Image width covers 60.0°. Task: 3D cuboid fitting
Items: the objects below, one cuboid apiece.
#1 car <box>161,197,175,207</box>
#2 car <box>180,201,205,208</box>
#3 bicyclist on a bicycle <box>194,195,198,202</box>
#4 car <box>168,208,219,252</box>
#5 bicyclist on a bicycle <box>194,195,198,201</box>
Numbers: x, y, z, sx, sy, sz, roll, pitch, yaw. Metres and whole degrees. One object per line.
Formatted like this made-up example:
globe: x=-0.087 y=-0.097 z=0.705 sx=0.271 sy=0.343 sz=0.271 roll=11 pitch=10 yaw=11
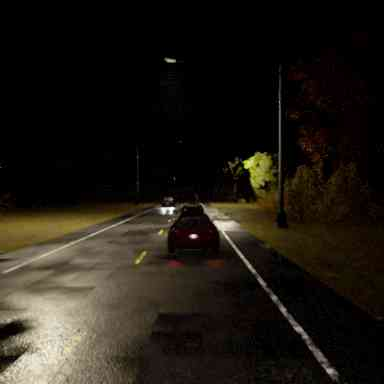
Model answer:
car: x=-3.590 y=1.508 z=50.809 sx=2.128 sy=1.511 sz=4.902 roll=0 pitch=0 yaw=0
car: x=0.065 y=1.522 z=29.119 sx=1.837 sy=1.490 sz=4.892 roll=0 pitch=0 yaw=0
bicyclist on a bicycle: x=0.947 y=1.451 z=75.105 sx=0.866 sy=1.612 sz=1.509 roll=0 pitch=0 yaw=0
car: x=0.067 y=1.572 z=14.015 sx=1.994 sy=1.385 sz=4.181 roll=0 pitch=0 yaw=0
bicyclist on a bicycle: x=0.951 y=1.383 z=66.103 sx=0.659 sy=1.776 sz=1.843 roll=0 pitch=0 yaw=0
